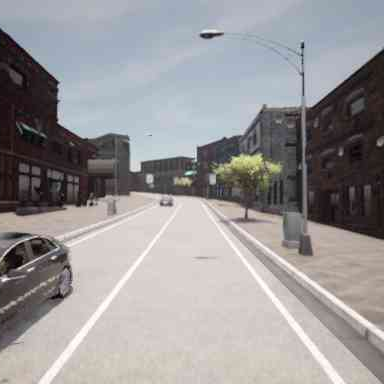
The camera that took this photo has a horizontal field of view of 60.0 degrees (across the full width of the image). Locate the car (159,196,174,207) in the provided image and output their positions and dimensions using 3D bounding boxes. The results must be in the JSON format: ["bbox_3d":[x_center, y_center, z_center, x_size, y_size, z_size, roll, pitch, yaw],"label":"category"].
[{"bbox_3d":[-3.625,1.305,47.443,2.128,1.511,4.902,0,1,0],"label":"car"}]

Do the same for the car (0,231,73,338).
[{"bbox_3d":[-3.601,1.526,5.685,1.837,1.490,4.892,0,0,0],"label":"car"}]
